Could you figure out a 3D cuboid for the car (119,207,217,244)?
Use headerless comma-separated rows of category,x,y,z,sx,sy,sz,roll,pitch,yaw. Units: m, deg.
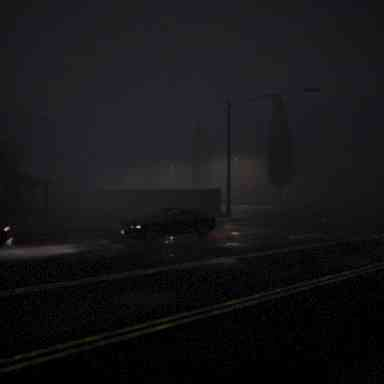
car,-1.044,1.495,16.053,4.902,1.511,2.128,0,0,-35

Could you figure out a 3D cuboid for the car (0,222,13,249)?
car,-8.552,1.491,10.698,4.902,1.511,2.128,0,0,-35
